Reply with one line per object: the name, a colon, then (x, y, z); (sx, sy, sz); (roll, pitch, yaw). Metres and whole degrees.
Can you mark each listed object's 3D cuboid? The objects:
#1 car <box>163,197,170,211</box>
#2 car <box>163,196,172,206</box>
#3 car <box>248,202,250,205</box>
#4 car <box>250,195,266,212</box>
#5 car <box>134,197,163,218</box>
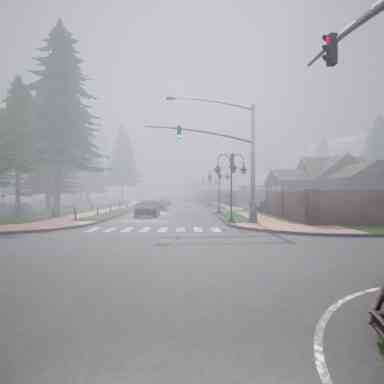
car: (-4.112, 1.571, 40.433); (1.895, 1.301, 4.718); (0, 0, 0)
car: (-4.299, 1.448, 53.774); (1.882, 1.535, 5.008); (0, 0, -2)
car: (8.448, 1.146, 37.759); (3.866, 1.878, 1.905); (0, 0, -1)
car: (8.862, 1.144, 35.249); (4.605, 1.855, 1.932); (0, 0, -1)
car: (-4.037, 1.448, 30.443); (1.882, 1.535, 5.008); (0, 0, 0)
